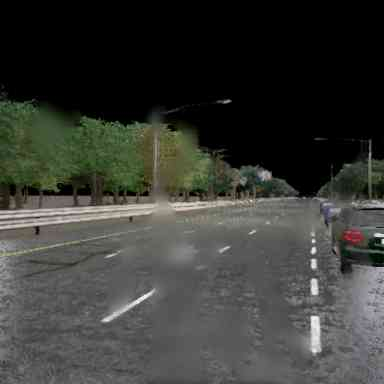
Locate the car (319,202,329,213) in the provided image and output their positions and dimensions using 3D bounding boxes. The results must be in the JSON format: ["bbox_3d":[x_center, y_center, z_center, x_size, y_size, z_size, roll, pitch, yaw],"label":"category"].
[{"bbox_3d":[18.400,2.143,45.179,1.812,1.442,4.674,0,-1,21],"label":"car"}]

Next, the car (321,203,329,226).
[{"bbox_3d":[11.586,1.899,26.554,1.812,1.442,4.674,0,-1,20],"label":"car"}]

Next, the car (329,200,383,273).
[{"bbox_3d":[5.896,1.383,10.924,2.150,2.045,5.566,0,-1,20],"label":"car"}]
